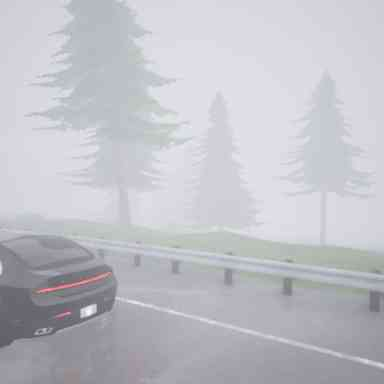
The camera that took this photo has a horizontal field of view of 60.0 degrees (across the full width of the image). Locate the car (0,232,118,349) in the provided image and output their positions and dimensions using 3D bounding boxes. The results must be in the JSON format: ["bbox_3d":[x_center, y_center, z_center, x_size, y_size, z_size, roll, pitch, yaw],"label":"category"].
[{"bbox_3d":[-3.564,1.520,6.247,4.892,1.490,1.837,0,0,33],"label":"car"}]
